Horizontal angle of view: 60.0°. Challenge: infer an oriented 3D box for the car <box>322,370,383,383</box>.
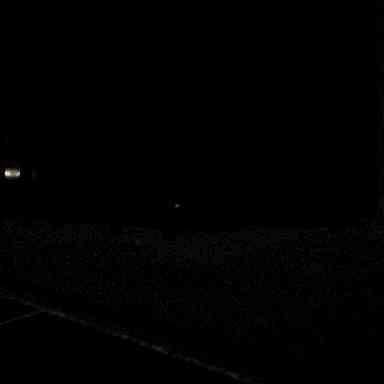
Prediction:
[{"bbox_3d":[2.528,1.567,1.275,4.206,1.307,1.802,-1,0,36],"label":"car"}]
